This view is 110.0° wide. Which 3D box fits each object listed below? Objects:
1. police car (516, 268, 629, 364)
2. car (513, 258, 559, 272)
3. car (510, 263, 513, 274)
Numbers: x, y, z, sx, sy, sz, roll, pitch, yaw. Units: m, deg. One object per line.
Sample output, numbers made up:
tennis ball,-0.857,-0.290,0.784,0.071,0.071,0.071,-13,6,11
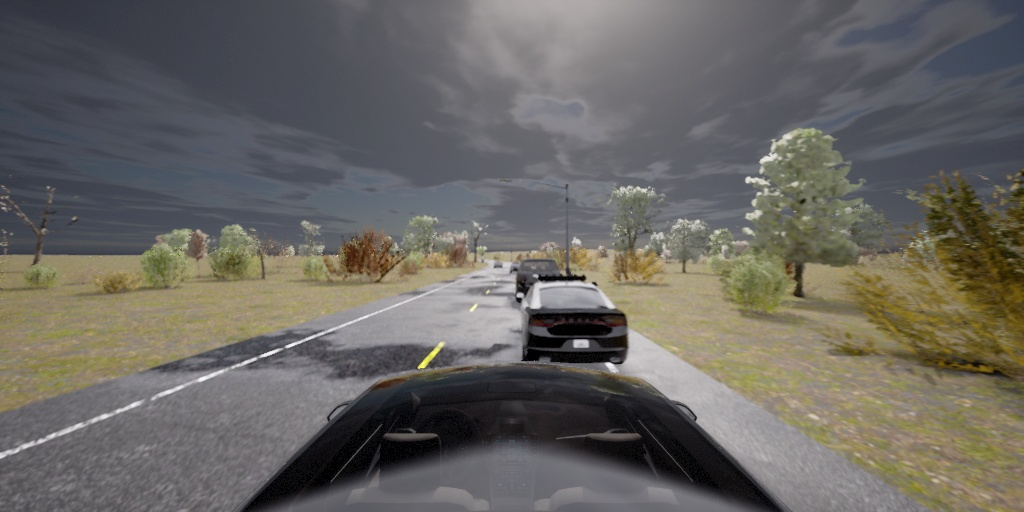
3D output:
police car,1.146,1.239,8.373,1.930,1.638,5.238,0,-1,1
car,1.262,1.135,18.295,2.150,2.045,5.566,0,-1,1
car,0.655,1.747,51.018,2.033,1.411,5.357,0,0,1
